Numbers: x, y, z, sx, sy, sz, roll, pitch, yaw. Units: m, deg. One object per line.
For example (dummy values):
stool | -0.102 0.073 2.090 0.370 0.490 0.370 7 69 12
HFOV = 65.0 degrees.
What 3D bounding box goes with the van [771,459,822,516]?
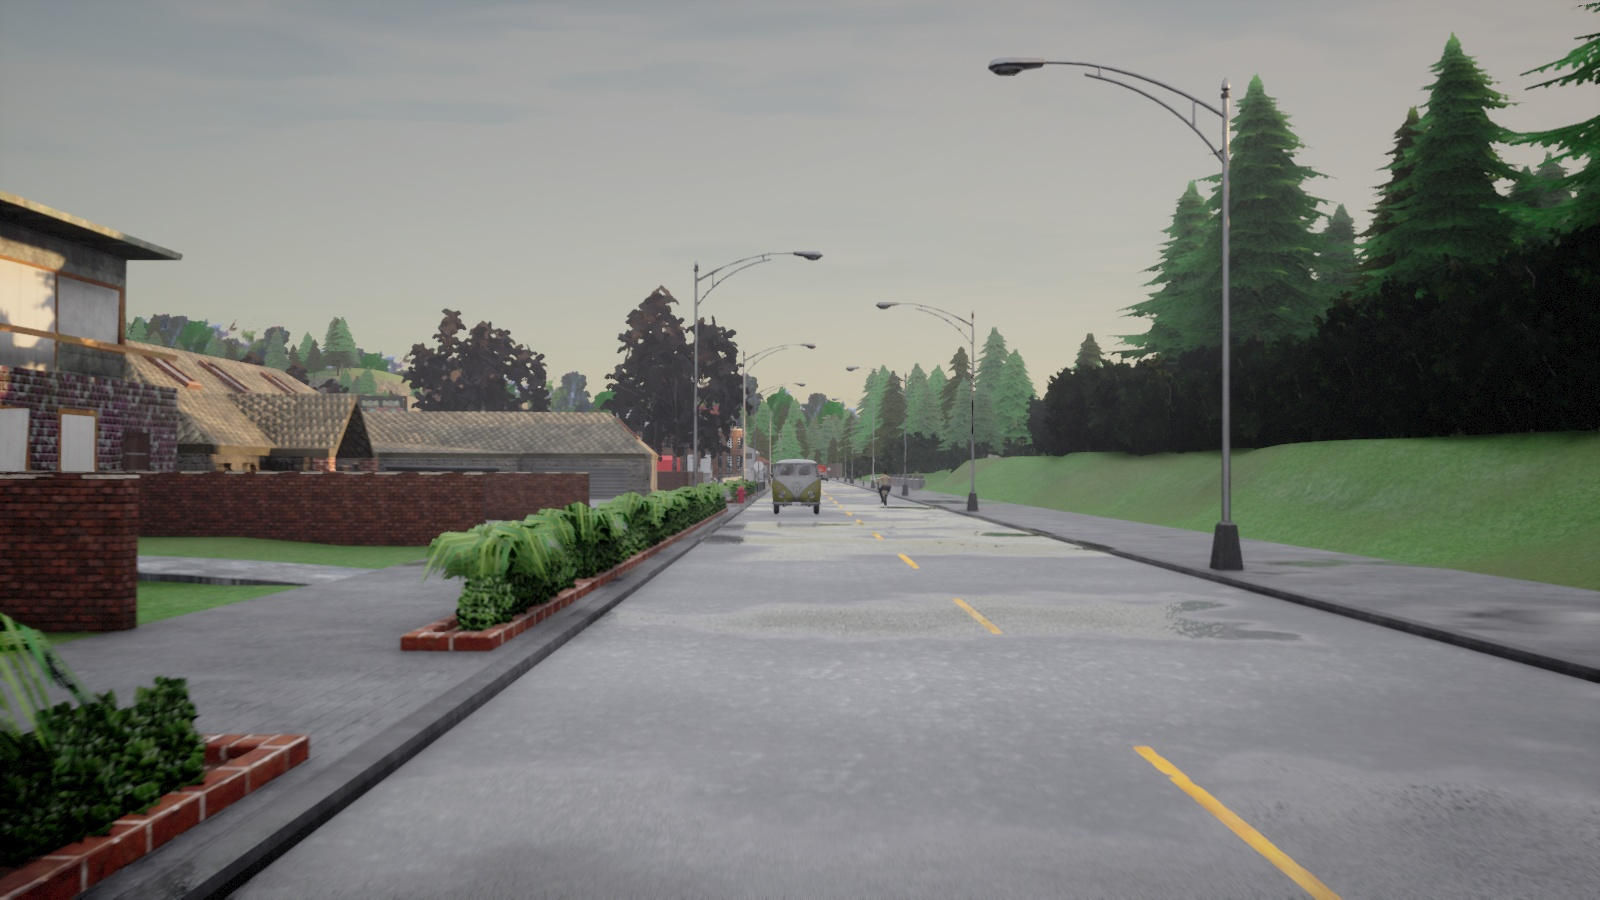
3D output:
van | -0.115 1.339 46.082 1.775 1.987 4.442 0 -1 0
